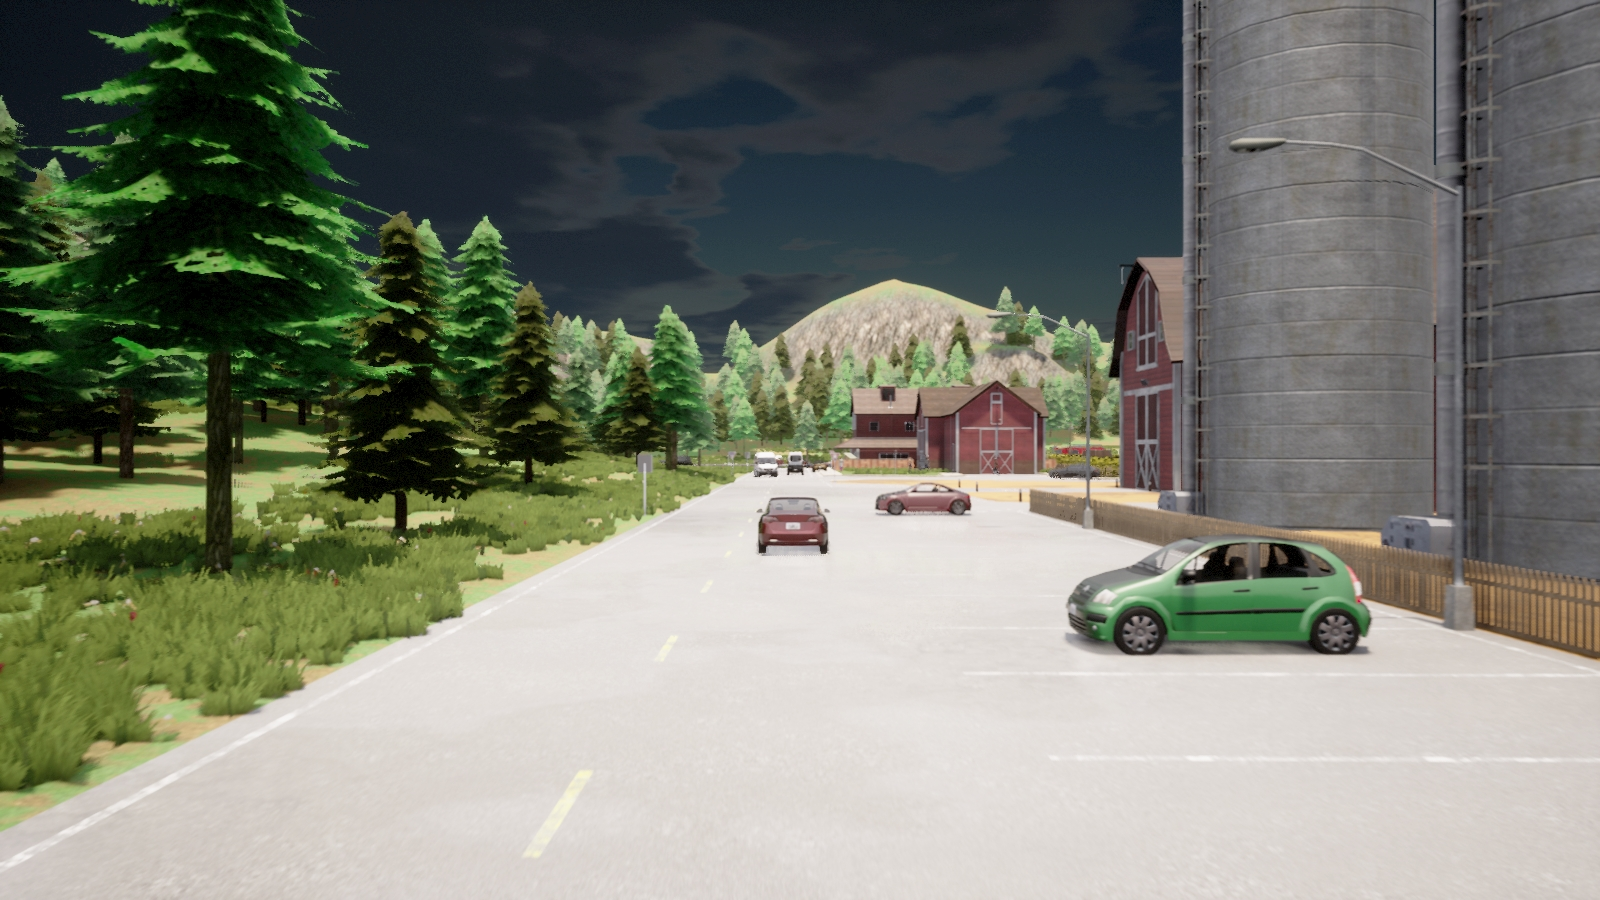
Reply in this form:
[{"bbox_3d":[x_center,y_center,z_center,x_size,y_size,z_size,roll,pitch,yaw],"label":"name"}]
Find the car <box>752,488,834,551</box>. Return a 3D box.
[{"bbox_3d":[-0.192,1.923,32.656,2.163,1.488,4.792,0,0,0],"label":"car"}]
